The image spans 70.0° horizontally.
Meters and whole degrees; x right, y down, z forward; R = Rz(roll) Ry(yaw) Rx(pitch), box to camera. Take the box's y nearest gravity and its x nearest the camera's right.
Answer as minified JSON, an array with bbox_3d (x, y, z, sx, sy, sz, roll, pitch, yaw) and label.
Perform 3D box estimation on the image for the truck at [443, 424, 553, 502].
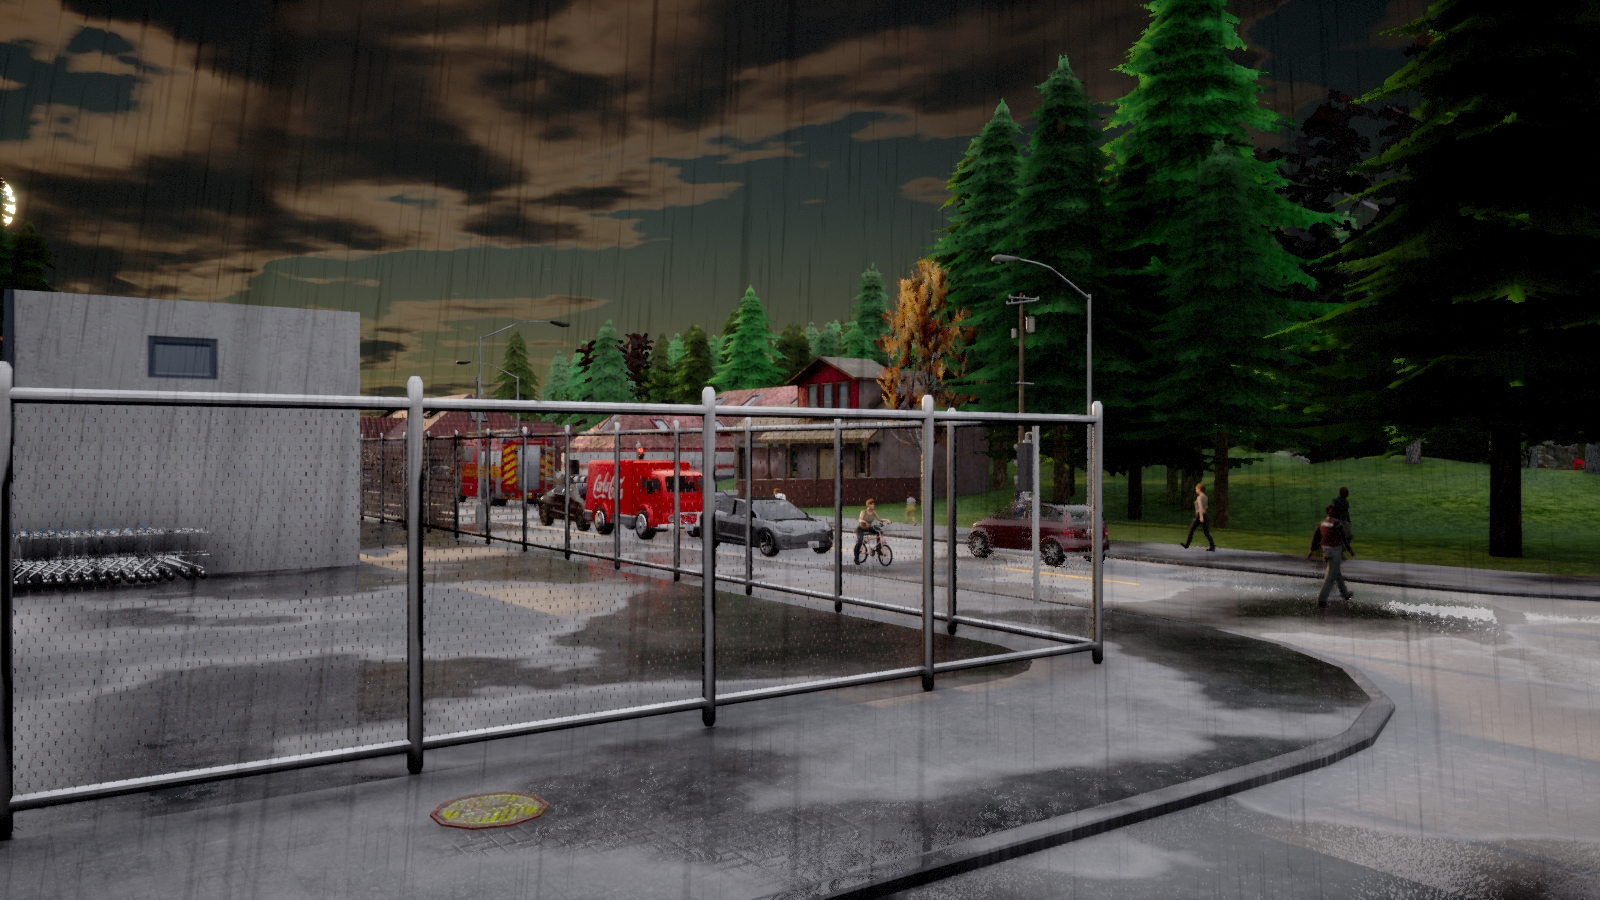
[{"bbox_3d":[-16.068,0.665,60.301,2.891,3.827,8.468,0,0,-35],"label":"truck"}]

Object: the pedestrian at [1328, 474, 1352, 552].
[{"bbox_3d":[13.050,1.520,27.601,0.375,1.860,0.375,0,0,-29],"label":"pedestrian"}]

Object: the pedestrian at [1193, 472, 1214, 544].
[{"bbox_3d":[10.620,1.522,30.099,0.375,1.860,0.375,0,0,-33],"label":"pedestrian"}]

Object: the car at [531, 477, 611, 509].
[{"bbox_3d":[-10.569,1.931,52.451,1.895,1.301,4.718,0,0,-35],"label":"car"}]

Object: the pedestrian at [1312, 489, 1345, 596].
[{"bbox_3d":[9.343,1.625,20.201,0.375,1.860,0.375,0,0,-24],"label":"pedestrian"}]

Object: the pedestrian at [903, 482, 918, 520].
[{"bbox_3d":[3.912,1.801,40.413,0.375,1.300,0.375,0,0,-21],"label":"pedestrian"}]

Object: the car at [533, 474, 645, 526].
[{"bbox_3d":[-7.756,1.772,41.538,2.152,1.651,5.027,0,0,-34],"label":"car"}]

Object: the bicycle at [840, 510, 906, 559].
[{"bbox_3d":[1.773,2.033,27.810,0.859,1.080,1.487,0,0,-35],"label":"bicycle"}]

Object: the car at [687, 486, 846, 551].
[{"bbox_3d":[-1.029,1.840,31.812,2.163,1.488,4.792,0,0,-35],"label":"car"}]

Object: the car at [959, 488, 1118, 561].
[{"bbox_3d":[5.926,1.805,28.762,1.789,1.549,3.705,0,0,-35],"label":"car"}]

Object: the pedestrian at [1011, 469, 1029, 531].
[{"bbox_3d":[6.689,1.520,34.726,0.375,1.860,0.375,0,0,-44],"label":"pedestrian"}]

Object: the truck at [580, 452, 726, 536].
[{"bbox_3d":[-4.910,1.336,37.383,2.627,2.467,5.204,0,0,-35],"label":"truck"}]

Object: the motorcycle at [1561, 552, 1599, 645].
[{"bbox_3d":[11.391,1.990,15.135,2.033,1.145,0.803,0,0,17],"label":"motorcycle"}]
